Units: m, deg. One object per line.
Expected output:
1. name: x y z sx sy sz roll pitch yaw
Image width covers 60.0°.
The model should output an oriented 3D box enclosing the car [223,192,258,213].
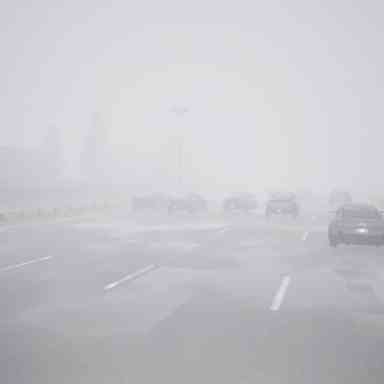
1. car: 3.625 0.708 24.792 1.812 1.442 4.674 0 2 22

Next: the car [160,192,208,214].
1. car: -0.276 0.766 24.501 1.812 1.442 4.674 0 2 22

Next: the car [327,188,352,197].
1. car: 13.583 0.368 30.609 2.128 1.511 4.902 0 2 22

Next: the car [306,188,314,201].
1. car: 12.645 0.221 37.563 2.033 1.411 5.357 0 2 22

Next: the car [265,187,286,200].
1. car: 10.545 0.136 41.674 1.994 1.385 4.181 0 2 22

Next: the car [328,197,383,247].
1. car: 6.050 1.105 12.199 1.994 1.385 4.181 0 2 22

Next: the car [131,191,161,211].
1. car: -2.992 0.673 27.073 1.882 1.535 5.008 0 2 22

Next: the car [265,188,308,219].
1. car: 5.851 0.764 20.959 2.128 1.511 4.902 0 2 22
